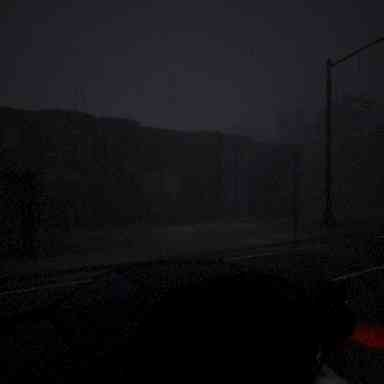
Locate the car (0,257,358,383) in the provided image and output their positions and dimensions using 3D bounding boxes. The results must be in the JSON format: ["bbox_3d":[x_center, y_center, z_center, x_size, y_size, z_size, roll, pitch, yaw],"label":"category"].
[{"bbox_3d":[-0.255,1.552,3.807,5.357,1.411,2.033,0,0,-35],"label":"car"}]
